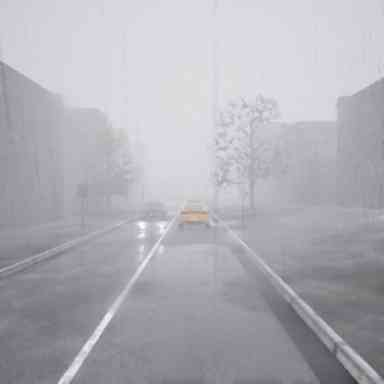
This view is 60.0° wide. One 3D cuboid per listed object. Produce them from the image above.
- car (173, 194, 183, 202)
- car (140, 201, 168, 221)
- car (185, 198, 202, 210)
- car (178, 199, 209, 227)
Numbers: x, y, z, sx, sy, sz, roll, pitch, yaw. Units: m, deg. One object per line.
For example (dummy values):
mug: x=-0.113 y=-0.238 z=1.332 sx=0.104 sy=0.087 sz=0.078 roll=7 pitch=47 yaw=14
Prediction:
car: x=-2.856 y=1.103 z=68.476 sx=1.882 sy=1.535 sz=5.008 roll=0 pitch=3 yaw=0
car: x=-3.050 y=1.491 z=27.237 sx=1.837 sy=1.490 sz=4.892 roll=0 pitch=0 yaw=0
car: x=0.183 y=1.543 z=42.572 sx=1.994 sy=1.385 sz=4.181 roll=0 pitch=0 yaw=0
car: x=0.137 y=1.466 z=22.601 sx=1.882 sy=1.535 sz=5.008 roll=0 pitch=0 yaw=0
